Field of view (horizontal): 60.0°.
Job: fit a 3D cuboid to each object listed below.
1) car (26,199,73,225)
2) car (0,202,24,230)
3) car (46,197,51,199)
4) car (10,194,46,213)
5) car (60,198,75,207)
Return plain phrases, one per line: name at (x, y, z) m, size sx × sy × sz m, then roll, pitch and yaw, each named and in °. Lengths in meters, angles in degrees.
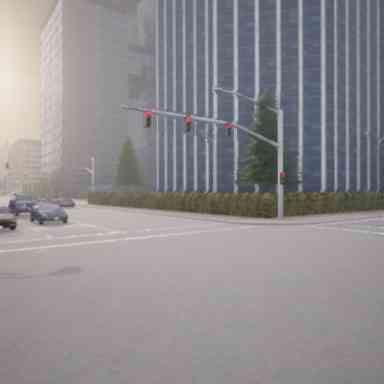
car at (-10.460, 1.508, 24.210) m, size 1.812 × 1.442 × 4.674 m, roll 0°, pitch 0°, yaw -36°
car at (-12.058, 1.553, 20.398) m, size 2.033 × 1.411 × 5.357 m, roll 0°, pitch 0°, yaw -36°
car at (-18.934, 1.436, 42.340) m, size 2.128 × 1.511 × 4.902 m, roll 0°, pitch 0°, yaw -36°
car at (-16.116, 1.197, 32.086) m, size 2.150 × 2.045 × 5.566 m, roll 0°, pitch 0°, yaw -36°
car at (-18.000, 1.484, 47.045) m, size 1.994 × 1.385 × 4.181 m, roll 0°, pitch 0°, yaw -36°
